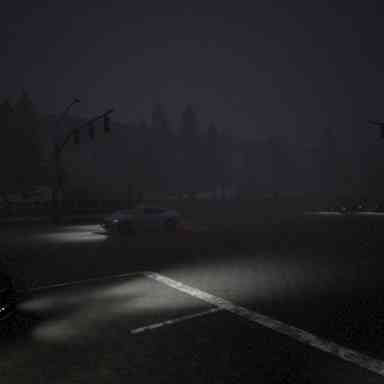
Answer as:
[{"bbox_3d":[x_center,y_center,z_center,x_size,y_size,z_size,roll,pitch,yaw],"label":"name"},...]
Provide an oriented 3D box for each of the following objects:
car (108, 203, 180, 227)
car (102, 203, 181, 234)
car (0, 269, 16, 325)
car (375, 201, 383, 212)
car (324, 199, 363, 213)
[{"bbox_3d":[-3.255,1.526,23.165,4.674,1.442,1.812,0,0,-36],"label":"car"},{"bbox_3d":[-2.824,1.525,19.175,4.674,1.442,1.812,0,0,-36],"label":"car"},{"bbox_3d":[-5.114,1.492,4.421,4.902,1.511,2.128,0,0,-35],"label":"car"},{"bbox_3d":[22.311,1.526,37.106,4.674,1.442,1.812,0,0,-36],"label":"car"},{"bbox_3d":[17.380,1.547,37.887,5.357,1.411,2.033,0,0,-36],"label":"car"}]
